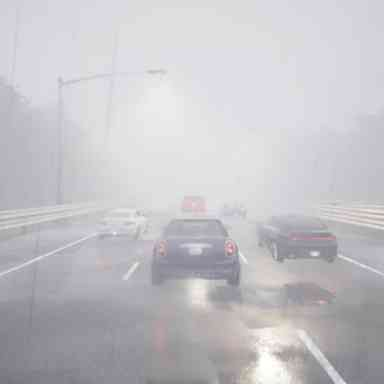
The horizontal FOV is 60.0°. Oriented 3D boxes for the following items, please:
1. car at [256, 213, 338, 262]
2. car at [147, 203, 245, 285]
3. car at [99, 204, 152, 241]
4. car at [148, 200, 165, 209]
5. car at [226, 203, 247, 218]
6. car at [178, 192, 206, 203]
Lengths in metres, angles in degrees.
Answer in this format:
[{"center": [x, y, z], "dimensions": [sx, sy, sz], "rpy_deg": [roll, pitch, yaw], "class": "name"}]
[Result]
[{"center": [3.601, 1.532, 12.148], "dimensions": [1.837, 1.490, 4.892], "rpy_deg": [0, 1, 0], "class": "car"}, {"center": [0.097, 1.374, 9.706], "dimensions": [2.097, 1.767, 4.553], "rpy_deg": [0, 0, 0], "class": "car"}, {"center": [-3.389, 1.554, 16.874], "dimensions": [1.812, 1.442, 4.674], "rpy_deg": [0, 0, 0], "class": "car"}, {"center": [-3.375, 1.514, 32.391], "dimensions": [1.812, 1.442, 4.674], "rpy_deg": [0, 0, 0], "class": "car"}, {"center": [3.623, 1.599, 29.678], "dimensions": [1.895, 1.301, 4.718], "rpy_deg": [0, 0, 0], "class": "car"}, {"center": [0.124, 1.217, 30.433], "dimensions": [2.150, 2.045, 5.566], "rpy_deg": [0, 0, 0], "class": "car"}]
